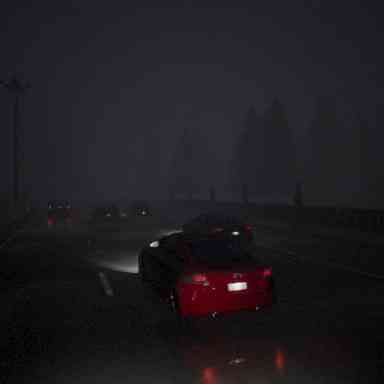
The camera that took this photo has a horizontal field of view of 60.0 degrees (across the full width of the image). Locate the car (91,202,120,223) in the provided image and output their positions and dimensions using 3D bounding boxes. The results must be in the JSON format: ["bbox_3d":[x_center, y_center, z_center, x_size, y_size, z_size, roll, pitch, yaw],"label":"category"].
[{"bbox_3d":[-6.965,1.552,26.579,1.882,1.535,5.008,0,0,-20],"label":"car"}]

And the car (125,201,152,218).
[{"bbox_3d":[-5.124,1.600,31.672,1.837,1.490,4.892,0,0,-20],"label":"car"}]

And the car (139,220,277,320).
[{"bbox_3d":[0.081,1.591,7.584,1.994,1.385,4.181,0,0,-20],"label":"car"}]

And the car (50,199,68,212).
[{"bbox_3d":[-16.325,1.625,40.686,1.812,1.442,4.674,0,0,-24],"label":"car"}]

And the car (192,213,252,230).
[{"bbox_3d":[1.031,1.618,15.084,1.994,1.385,4.181,0,0,-20],"label":"car"}]

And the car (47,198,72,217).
[{"bbox_3d":[-12.859,1.431,32.341,2.097,1.767,4.553,0,0,-21],"label":"car"}]
